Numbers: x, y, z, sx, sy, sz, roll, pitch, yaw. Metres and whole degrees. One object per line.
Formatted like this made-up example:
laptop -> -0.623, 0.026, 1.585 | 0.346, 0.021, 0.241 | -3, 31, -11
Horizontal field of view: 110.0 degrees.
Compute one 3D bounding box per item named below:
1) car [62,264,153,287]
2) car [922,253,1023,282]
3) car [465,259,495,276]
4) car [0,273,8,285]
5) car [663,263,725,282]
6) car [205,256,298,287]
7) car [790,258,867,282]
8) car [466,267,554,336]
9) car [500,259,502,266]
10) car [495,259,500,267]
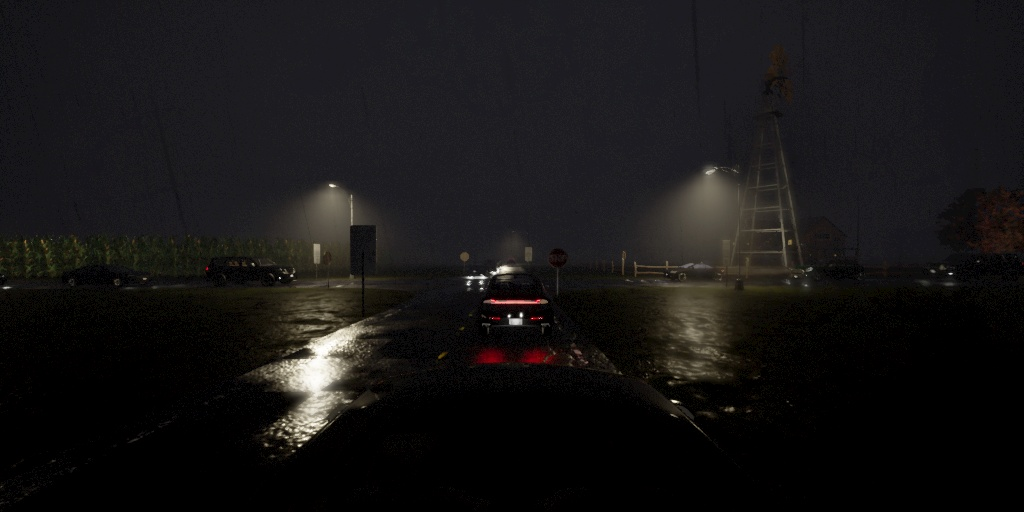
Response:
car -> -28.189, 1.332, 25.066 | 5.008, 1.535, 1.882 | 0, 1, 0
car -> 34.508, 0.809, 26.883 | 5.566, 2.045, 2.150 | 0, 1, 3
car -> -3.338, 1.293, 36.038 | 1.994, 1.385, 4.181 | 0, 0, 6
car -> -38.429, 1.419, 25.017 | 4.674, 1.442, 1.812 | 0, 1, -1
car -> 13.921, 1.229, 27.542 | 4.181, 1.385, 1.994 | 0, 1, 2
car -> -18.154, 1.039, 25.060 | 5.566, 2.045, 2.150 | 0, 1, 0
car -> 23.901, 0.983, 27.262 | 4.553, 1.767, 2.097 | 0, 1, 2
car -> 0.095, 1.239, 10.340 | 2.128, 1.511, 4.902 | 0, 0, 0
car -> -2.942, 1.302, 58.442 | 1.895, 1.301, 4.718 | 0, 0, 0
car -> -2.933, 1.220, 46.861 | 1.837, 1.490, 4.892 | 0, 0, 0
